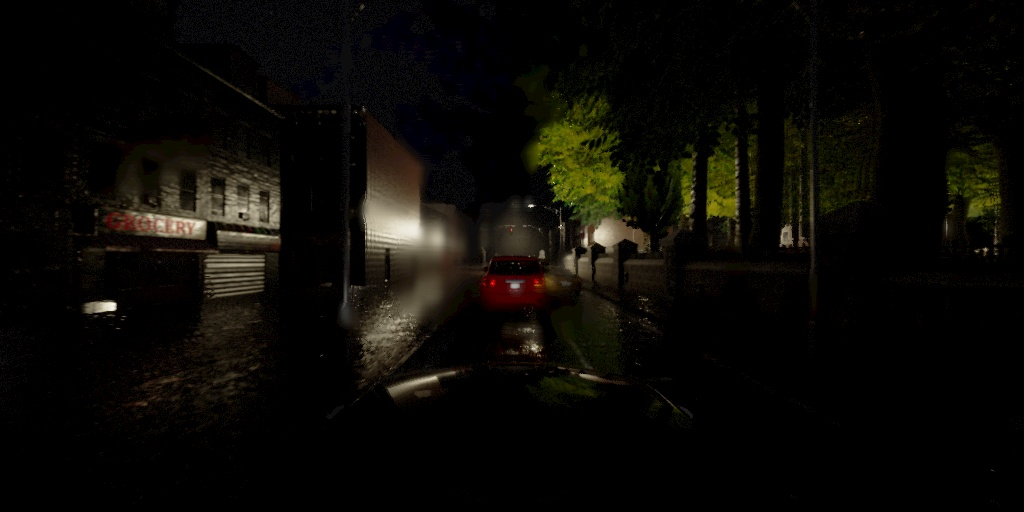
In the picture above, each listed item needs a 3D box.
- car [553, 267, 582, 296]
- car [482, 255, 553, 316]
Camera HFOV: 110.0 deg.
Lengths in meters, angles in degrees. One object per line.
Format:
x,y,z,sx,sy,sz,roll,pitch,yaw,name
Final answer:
2.634,1.301,19.476,1.751,1.417,4.829,0,0,0,car
0.090,0.989,13.571,2.150,2.045,5.566,0,0,0,car
